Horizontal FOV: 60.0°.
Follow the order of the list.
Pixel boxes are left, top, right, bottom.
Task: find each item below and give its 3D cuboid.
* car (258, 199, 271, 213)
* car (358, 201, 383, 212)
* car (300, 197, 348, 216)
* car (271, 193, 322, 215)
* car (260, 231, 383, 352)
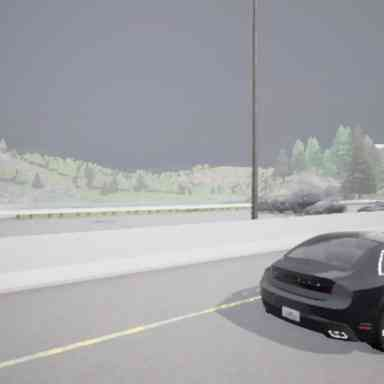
[{"bbox_3d":[8.655,1.455,35.779,4.181,1.385,1.994,0,0,-35],"label":"car"},{"bbox_3d":[16.260,1.469,28.276,5.357,1.411,2.033,0,0,-35],"label":"car"},{"bbox_3d":[12.067,1.439,29.625,4.674,1.442,1.812,0,0,-35],"label":"car"},{"bbox_3d":[10.800,1.125,33.004,5.566,2.045,2.150,0,0,-35],"label":"car"},{"bbox_3d":[3.389,1.487,6.151,4.892,1.490,1.837,0,0,-35],"label":"car"}]
